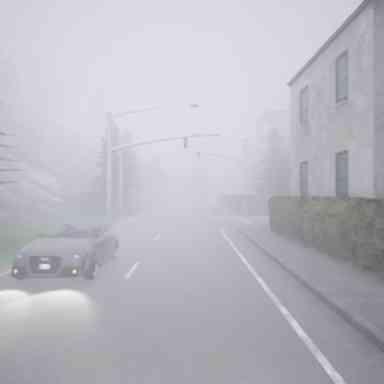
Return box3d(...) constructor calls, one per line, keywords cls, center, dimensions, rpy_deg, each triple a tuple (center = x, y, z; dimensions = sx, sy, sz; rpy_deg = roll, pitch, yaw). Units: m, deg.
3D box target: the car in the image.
box3d(cls="car", center=(-3.518, 1.601, 9.963), dimensions=(1.994, 1.385, 4.181), rpy_deg=(0, 0, 0))
